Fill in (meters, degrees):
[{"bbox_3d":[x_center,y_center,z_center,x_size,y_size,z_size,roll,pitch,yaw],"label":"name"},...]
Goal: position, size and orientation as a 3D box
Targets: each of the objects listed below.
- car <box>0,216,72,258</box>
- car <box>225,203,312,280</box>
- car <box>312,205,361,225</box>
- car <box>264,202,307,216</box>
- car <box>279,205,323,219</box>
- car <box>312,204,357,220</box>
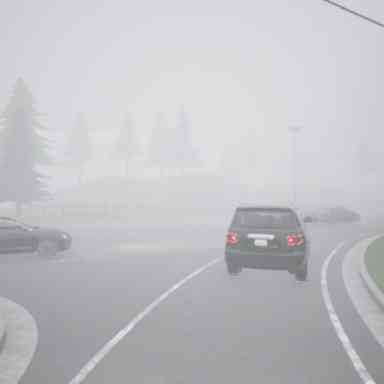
[{"bbox_3d":[-6.906,1.622,11.928,4.902,1.511,2.128,1,-1,-32],"label":"car"},{"bbox_3d":[2.622,1.369,10.775,2.150,2.045,5.566,0,-1,20],"label":"car"},{"bbox_3d":[11.606,1.933,27.460,5.357,1.411,2.033,1,-1,-32],"label":"car"},{"bbox_3d":[11.100,2.027,39.483,4.902,1.511,2.128,1,-1,-32],"label":"car"},{"bbox_3d":[11.707,2.091,35.747,4.718,1.301,1.895,1,-1,-32],"label":"car"},{"bbox_3d":[14.300,1.993,33.235,4.674,1.442,1.812,1,-1,-32],"label":"car"}]
